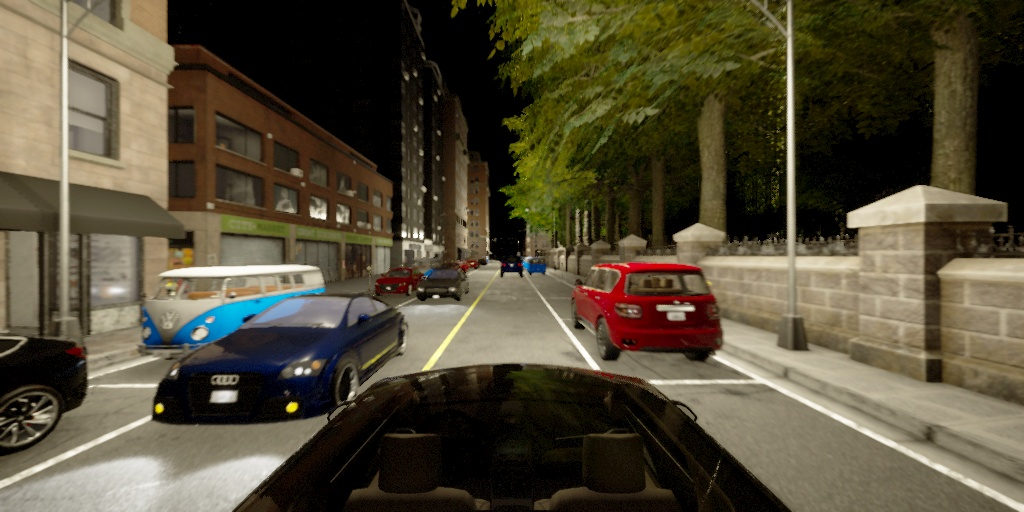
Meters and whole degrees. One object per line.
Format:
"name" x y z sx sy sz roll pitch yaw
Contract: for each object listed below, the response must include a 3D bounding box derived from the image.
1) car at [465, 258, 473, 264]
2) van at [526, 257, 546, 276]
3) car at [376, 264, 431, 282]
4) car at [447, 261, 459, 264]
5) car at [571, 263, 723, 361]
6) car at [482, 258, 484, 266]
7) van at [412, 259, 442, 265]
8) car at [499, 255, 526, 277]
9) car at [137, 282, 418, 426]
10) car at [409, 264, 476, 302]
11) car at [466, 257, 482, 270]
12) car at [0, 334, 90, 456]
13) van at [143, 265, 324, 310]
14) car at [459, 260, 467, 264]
"car" -6.032 1.287 42.065 1.888 1.381 4.507 0 0 0
"van" 2.519 1.059 36.471 1.690 1.789 3.998 0 0 0
"car" -5.928 1.310 19.423 1.888 1.381 4.507 0 0 0
"car" -5.980 1.337 30.744 1.802 1.307 4.207 0 0 0
"car" 2.649 1.054 8.181 2.192 1.841 5.009 0 0 0
"car" -6.110 1.295 59.047 1.802 1.307 4.207 0 0 0
"van" -5.954 1.101 25.084 1.690 1.789 3.998 0 0 0
"car" -0.044 0.952 34.869 2.150 2.045 5.566 0 0 -1
"car" -3.117 1.325 5.845 1.994 1.385 4.181 0 0 -1
"car" -3.158 1.303 17.524 2.033 1.411 5.357 0 0 0
"car" -6.083 1.039 53.386 2.192 1.841 5.009 0 0 0
"car" -5.850 1.337 2.441 1.948 1.339 4.313 0 0 0
"van" -5.876 1.111 8.102 1.690 1.789 3.998 0 0 0
"car" -6.006 1.331 36.405 1.802 1.307 4.207 0 0 0
